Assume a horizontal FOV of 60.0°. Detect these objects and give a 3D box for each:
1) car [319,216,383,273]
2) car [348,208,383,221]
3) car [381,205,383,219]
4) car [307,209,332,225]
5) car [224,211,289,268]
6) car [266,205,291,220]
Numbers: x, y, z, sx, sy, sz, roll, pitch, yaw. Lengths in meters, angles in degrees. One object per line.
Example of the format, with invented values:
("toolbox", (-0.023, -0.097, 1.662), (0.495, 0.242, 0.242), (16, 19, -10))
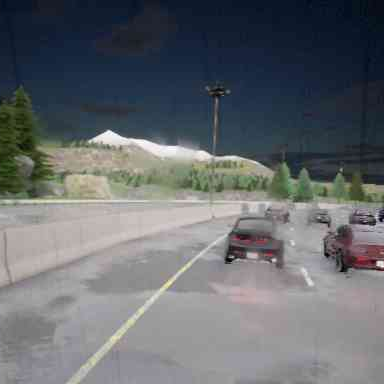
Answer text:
("car", (5.732, 1.835, 11.333), (1.812, 1.442, 4.674), (3, 0, 13))
("car", (15.156, 2.309, 29.703), (2.128, 1.511, 4.902), (3, 0, 22))
("car", (22.582, 2.427, 37.835), (2.150, 2.045, 5.566), (3, -1, 27))
("car", (11.022, 2.154, 28.831), (2.033, 1.411, 5.357), (3, 0, 21))
("car", (2.320, 1.641, 12.070), (1.837, 1.490, 4.892), (3, 0, 13))
("car", (7.596, 1.925, 29.480), (2.128, 1.511, 4.902), (3, 0, 20))
